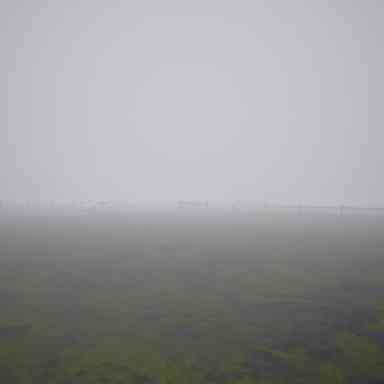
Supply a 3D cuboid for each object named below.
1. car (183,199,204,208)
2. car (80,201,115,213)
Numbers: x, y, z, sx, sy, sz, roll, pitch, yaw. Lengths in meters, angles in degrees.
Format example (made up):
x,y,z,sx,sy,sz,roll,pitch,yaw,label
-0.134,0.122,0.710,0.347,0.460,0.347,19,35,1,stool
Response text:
x,y,z,sx,sy,sz,roll,pitch,yaw,label
0.197,2.083,59.324,2.128,1.511,4.902,-1,-1,35,car
-11.927,1.859,42.302,1.812,1.442,4.674,-1,-1,35,car
